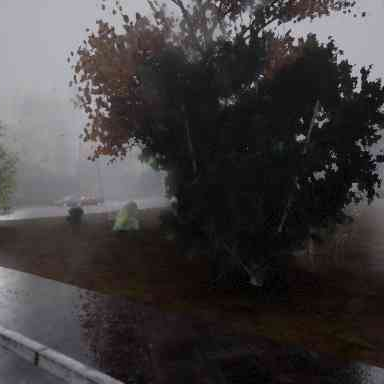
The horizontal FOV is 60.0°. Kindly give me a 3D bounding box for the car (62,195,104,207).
[{"bbox_3d":[-14.094,1.234,44.165,1.882,1.535,5.008,0,3,39],"label":"car"}]

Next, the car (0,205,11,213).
[{"bbox_3d":[-21.715,1.646,34.685,1.895,1.301,4.718,0,1,39],"label":"car"}]

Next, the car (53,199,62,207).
[{"bbox_3d":[-16.865,1.270,46.308,1.837,1.490,4.892,0,3,39],"label":"car"}]
